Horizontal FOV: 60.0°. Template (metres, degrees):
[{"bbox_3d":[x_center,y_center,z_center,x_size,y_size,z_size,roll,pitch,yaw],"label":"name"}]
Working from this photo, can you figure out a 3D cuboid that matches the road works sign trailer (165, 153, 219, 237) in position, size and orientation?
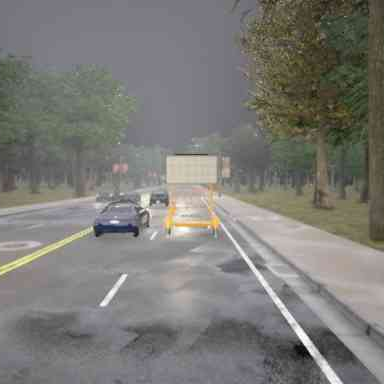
[{"bbox_3d":[-0.011,0.055,15.153,2.380,3.560,2.880,0,2,0],"label":"road works sign trailer"}]

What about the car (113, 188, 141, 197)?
[{"bbox_3d":[-6.668,0.581,35.960,2.033,1.411,5.357,0,2,0],"label":"car"}]

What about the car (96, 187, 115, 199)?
[{"bbox_3d":[-9.925,0.287,39.639,2.097,1.767,4.553,0,2,0],"label":"car"}]

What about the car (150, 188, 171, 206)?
[{"bbox_3d":[-3.213,0.594,33.901,1.837,1.490,4.892,0,2,0],"label":"car"}]

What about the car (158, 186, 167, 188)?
[{"bbox_3d":[-6.812,-0.782,77.895,1.882,1.535,5.008,0,2,0],"label":"car"}]

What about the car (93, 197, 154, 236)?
[{"bbox_3d":[-3.164,1.143,15.597,1.994,1.385,4.181,0,2,0],"label":"car"}]
